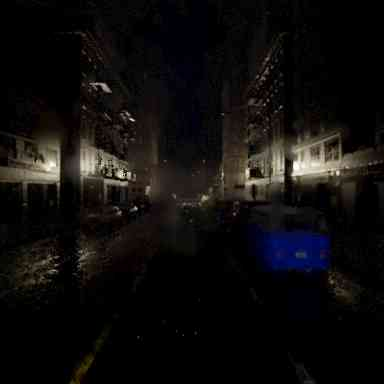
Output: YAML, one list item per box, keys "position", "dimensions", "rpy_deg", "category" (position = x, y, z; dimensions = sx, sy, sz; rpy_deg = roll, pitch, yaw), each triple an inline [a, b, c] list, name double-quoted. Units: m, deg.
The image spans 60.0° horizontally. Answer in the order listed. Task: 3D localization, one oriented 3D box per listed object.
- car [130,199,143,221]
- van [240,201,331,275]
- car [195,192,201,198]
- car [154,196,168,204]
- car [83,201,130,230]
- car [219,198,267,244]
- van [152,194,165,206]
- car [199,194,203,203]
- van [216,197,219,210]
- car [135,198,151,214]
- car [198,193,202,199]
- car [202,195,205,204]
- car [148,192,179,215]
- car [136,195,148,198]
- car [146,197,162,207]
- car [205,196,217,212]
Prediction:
- position: [-5.393, 1.491, 26.296]
  dimensions: [2.008, 1.369, 4.403]
  rpy_deg: [0, 0, 0]
  category: "car"
- position: [2.692, 1.318, 10.076]
  dimensions: [1.690, 1.788, 3.998]
  rpy_deg: [0, 0, 0]
  category: "van"
- position: [2.655, 1.346, 91.015]
  dimensions: [2.008, 1.369, 4.403]
  rpy_deg: [0, 0, 0]
  category: "car"
- position: [-5.378, 1.418, 58.733]
  dimensions: [2.008, 1.369, 4.403]
  rpy_deg: [0, 0, 0]
  category: "car"
- position: [-5.395, 1.479, 20.720]
  dimensions: [1.752, 1.417, 4.829]
  rpy_deg: [0, 0, 0]
  category: "car"
- position: [2.688, 1.280, 15.483]
  dimensions: [2.192, 1.841, 5.009]
  rpy_deg: [0, 0, 0]
  category: "car"
- position: [-5.381, 1.221, 53.327]
  dimensions: [1.690, 1.788, 3.998]
  rpy_deg: [0, 0, 0]
  category: "van"
- position: [2.656, 1.392, 58.903]
  dimensions: [1.752, 1.417, 4.829]
  rpy_deg: [0, 0, 0]
  category: "car"
- position: [2.684, 1.294, 20.889]
  dimensions: [1.690, 1.788, 3.998]
  rpy_deg: [0, 0, 0]
  category: "van"
- position: [-5.390, 1.494, 31.702]
  dimensions: [1.947, 1.339, 4.313]
  rpy_deg: [0, 0, 0]
  category: "car"
- position: [2.652, 1.406, 64.139]
  dimensions: [2.008, 1.369, 4.403]
  rpy_deg: [0, 0, 0]
  category: "car"
- position: [2.668, 1.344, 42.514]
  dimensions: [1.967, 1.590, 4.097]
  rpy_deg: [0, 0, 0]
  category: "car"
- position: [-2.840, 1.146, 33.829]
  dimensions: [2.150, 2.045, 5.566]
  rpy_deg: [0, 0, 0]
  category: "car"
- position: [-5.388, 1.231, 37.108]
  dimensions: [2.192, 1.841, 5.009]
  rpy_deg: [0, 0, 0]
  category: "car"
- position: [-5.383, 1.474, 47.921]
  dimensions: [1.802, 1.307, 4.206]
  rpy_deg: [0, 0, 0]
  category: "car"
- position: [2.672, 1.441, 37.278]
  dimensions: [1.752, 1.417, 4.829]
  rpy_deg: [0, 0, 0]
  category: "car"
